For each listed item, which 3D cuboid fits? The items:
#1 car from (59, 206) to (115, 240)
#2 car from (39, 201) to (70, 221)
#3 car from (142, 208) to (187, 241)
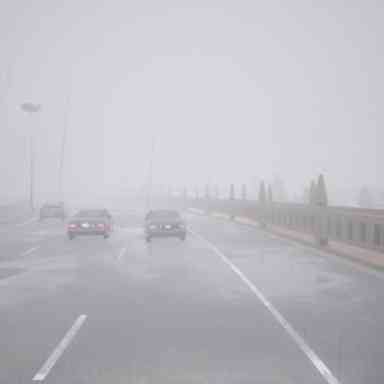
[{"bbox_3d":[-5.087,1.527,17.127,2.033,1.411,5.357,0,0,-10],"label":"car"},{"bbox_3d":[-10.943,1.470,26.664,2.128,1.511,4.902,0,0,-15],"label":"car"},{"bbox_3d":[-1.449,1.516,16.540,2.033,1.411,5.357,0,0,-10],"label":"car"}]
